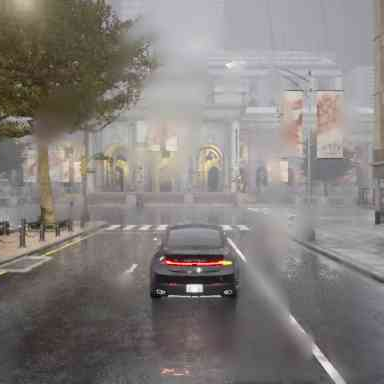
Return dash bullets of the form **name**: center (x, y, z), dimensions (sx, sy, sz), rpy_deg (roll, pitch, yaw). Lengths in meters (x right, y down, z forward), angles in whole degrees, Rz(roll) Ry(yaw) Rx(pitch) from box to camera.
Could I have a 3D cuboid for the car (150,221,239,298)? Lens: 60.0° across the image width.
- **car**: center (0.062, 1.505, 8.476), dimensions (1.837, 1.490, 4.892), rpy_deg (0, 0, 0)
